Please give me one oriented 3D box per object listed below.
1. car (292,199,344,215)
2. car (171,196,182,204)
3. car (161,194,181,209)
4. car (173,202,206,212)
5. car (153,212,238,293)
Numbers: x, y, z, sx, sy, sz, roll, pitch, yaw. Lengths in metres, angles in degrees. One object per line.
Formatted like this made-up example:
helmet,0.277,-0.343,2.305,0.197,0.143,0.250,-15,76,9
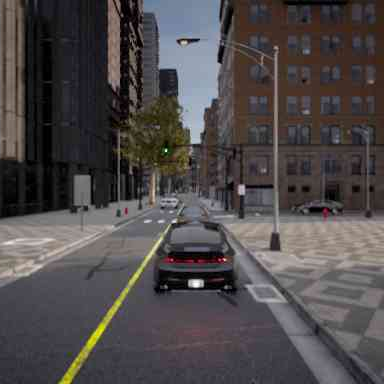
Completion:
car,12.620,1.491,33.369,4.902,1.511,2.128,0,0,0
car,-3.010,1.605,66.121,1.994,1.385,4.181,0,0,1
car,-3.076,1.250,46.170,2.150,2.045,5.566,0,0,0
car,0.076,1.559,19.921,2.033,1.411,5.357,0,0,0
car,0.087,1.510,8.844,1.837,1.490,4.892,0,0,0
